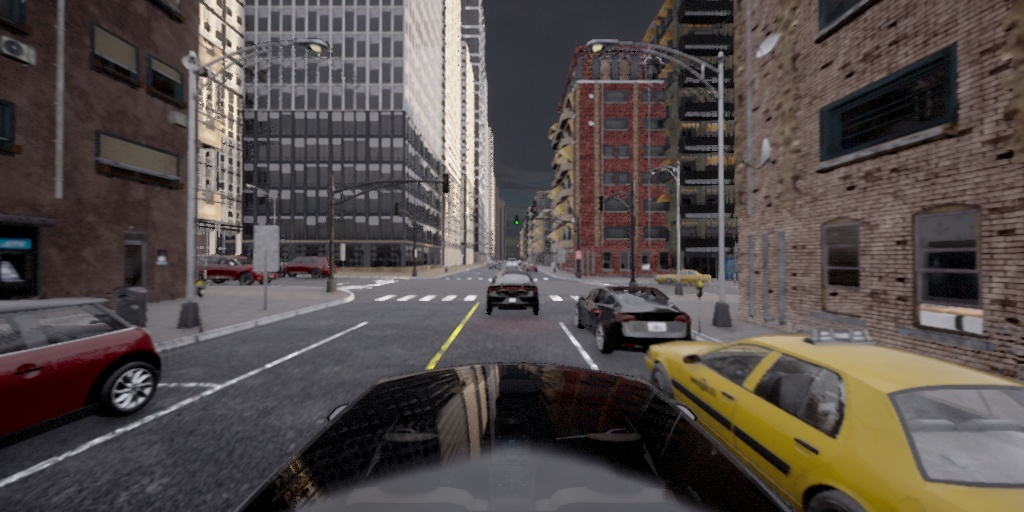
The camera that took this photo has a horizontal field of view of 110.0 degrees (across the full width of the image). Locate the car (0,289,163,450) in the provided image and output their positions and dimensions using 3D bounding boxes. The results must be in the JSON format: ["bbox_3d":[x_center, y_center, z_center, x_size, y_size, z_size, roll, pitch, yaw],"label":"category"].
[{"bbox_3d":[-5.689,1.199,3.044,1.967,1.591,4.097,0,0,0],"label":"car"}]

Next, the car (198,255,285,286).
[{"bbox_3d":[-17.575,0.897,22.394,5.009,1.841,2.192,0,0,0],"label":"car"}]

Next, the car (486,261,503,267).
[{"bbox_3d":[-3.048,1.737,61.726,1.994,1.385,4.181,0,0,1],"label":"car"}]

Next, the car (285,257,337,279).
[{"bbox_3d":[-17.710,0.973,30.773,5.009,1.841,2.192,0,0,0],"label":"car"}]

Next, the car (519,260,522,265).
[{"bbox_3d":[2.689,1.738,63.668,2.007,1.370,4.403,0,0,0],"label":"car"}]

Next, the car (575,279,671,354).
[{"bbox_3d":[2.691,1.364,8.729,1.948,1.339,4.313,0,0,0],"label":"car"}]

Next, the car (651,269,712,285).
[{"bbox_3d":[14.630,1.787,31.053,4.829,1.417,1.751,0,0,0],"label":"car"}]

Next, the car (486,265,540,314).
[{"bbox_3d":[0.037,1.313,14.295,1.882,1.535,5.008,0,0,0],"label":"car"}]

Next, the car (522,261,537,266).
[{"bbox_3d":[2.740,1.674,50.751,1.802,1.307,4.207,0,0,0],"label":"car"}]

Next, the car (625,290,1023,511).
[{"bbox_3d":[2.691,1.285,3.216,1.751,1.417,4.829,0,0,0],"label":"car"}]
